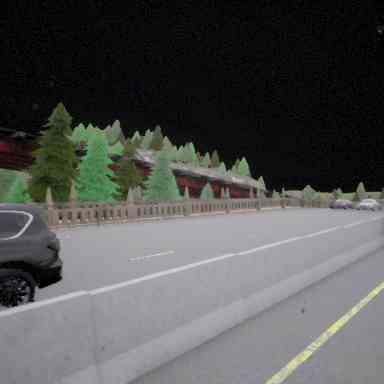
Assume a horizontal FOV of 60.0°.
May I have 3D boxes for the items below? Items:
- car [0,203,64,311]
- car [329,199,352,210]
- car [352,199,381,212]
[{"bbox_3d":[-4.955,1.232,5.328,2.150,2.045,5.566,0,0,42],"label":"car"},{"bbox_3d":[19.639,1.621,43.466,1.812,1.442,4.674,0,-1,42],"label":"car"},{"bbox_3d":[21.334,1.592,40.124,1.812,1.442,4.674,0,-1,42],"label":"car"}]
